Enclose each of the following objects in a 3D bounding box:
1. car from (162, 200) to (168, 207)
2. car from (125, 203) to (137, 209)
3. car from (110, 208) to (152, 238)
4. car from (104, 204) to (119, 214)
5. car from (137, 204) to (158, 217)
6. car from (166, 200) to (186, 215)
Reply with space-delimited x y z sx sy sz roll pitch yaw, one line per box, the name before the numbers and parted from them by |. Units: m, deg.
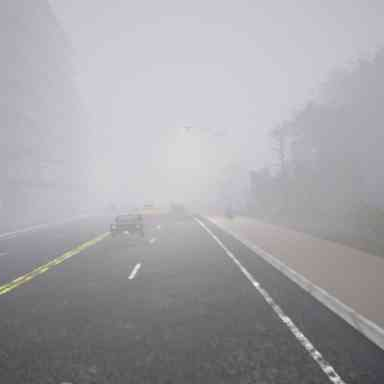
car | -5.775 2.533 75.298 1.812 1.442 4.674 -3 -1 -9
car | -9.759 2.486 54.166 2.128 1.511 4.902 -3 -1 -5
car | -3.786 1.989 20.799 1.895 1.301 4.718 -3 -1 -3
car | -12.979 2.666 53.762 1.812 1.442 4.674 -3 -1 -5
car | -4.967 2.102 38.830 1.882 1.535 5.008 -3 -1 -4
car | -1.867 2.065 40.799 1.994 1.385 4.181 -3 -1 -5
